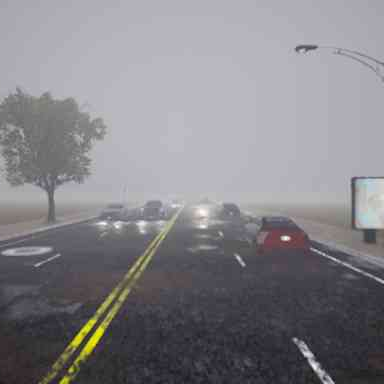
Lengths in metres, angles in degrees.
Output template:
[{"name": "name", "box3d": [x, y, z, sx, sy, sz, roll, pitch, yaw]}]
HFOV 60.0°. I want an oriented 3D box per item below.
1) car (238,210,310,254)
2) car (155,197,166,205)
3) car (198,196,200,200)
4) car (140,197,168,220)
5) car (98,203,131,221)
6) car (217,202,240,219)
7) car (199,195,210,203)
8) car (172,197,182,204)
[{"name": "car", "box3d": [3.349, 1.634, 13.882, 1.994, 1.385, 4.181, 0, 0, 0]}, {"name": "car", "box3d": [-6.506, 1.848, 69.567, 1.812, 1.442, 4.674, 0, 0, 0]}, {"name": "car", "box3d": [3.242, 1.852, 90.109, 2.033, 1.649, 4.856, 0, 0, 0]}, {"name": "car", "box3d": [-3.347, 1.499, 29.747, 2.097, 1.767, 4.553, 0, 0, 0]}, {"name": "car", "box3d": [-6.602, 1.691, 29.102, 2.033, 1.411, 5.357, 0, 0, 0]}, {"name": "car", "box3d": [3.334, 1.675, 30.469, 1.812, 1.442, 4.674, 0, 0, 0]}, {"name": "car", "box3d": [3.244, 1.897, 79.109, 1.812, 1.442, 4.674, 0, 0, 0]}, {"name": "car", "box3d": [-3.257, 1.854, 70.845, 2.128, 1.511, 4.902, 0, 0, 0]}]
